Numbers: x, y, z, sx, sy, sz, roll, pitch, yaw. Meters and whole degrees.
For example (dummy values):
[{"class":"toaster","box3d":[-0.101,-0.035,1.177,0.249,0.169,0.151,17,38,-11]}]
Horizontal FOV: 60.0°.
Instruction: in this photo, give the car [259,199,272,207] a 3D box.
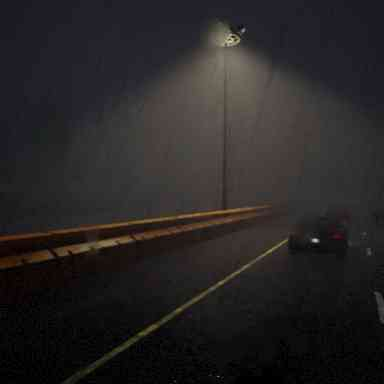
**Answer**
[{"class":"car","box3d":[13.317,1.999,60.043,1.994,1.385,4.181,0,0,16]}]

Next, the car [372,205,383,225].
[{"class":"car","box3d":[15.305,1.754,26.027,1.882,1.535,5.008,0,0,26]}]

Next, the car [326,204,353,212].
[{"class":"car","box3d":[12.162,1.733,27.567,1.882,1.535,5.008,0,0,26]}]

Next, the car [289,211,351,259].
[{"class":"car","box3d":[5.200,1.681,13.402,1.994,1.385,4.181,0,0,27]}]

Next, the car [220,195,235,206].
[{"class":"car","box3d":[6.724,1.606,62.308,2.150,2.045,5.566,0,0,16]}]

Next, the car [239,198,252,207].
[{"class":"car","box3d":[9.833,1.898,60.585,2.128,1.511,4.902,0,0,16]}]

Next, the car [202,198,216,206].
[{"class":"car","box3d":[3.246,1.860,62.946,1.837,1.490,4.892,1,0,16]}]
